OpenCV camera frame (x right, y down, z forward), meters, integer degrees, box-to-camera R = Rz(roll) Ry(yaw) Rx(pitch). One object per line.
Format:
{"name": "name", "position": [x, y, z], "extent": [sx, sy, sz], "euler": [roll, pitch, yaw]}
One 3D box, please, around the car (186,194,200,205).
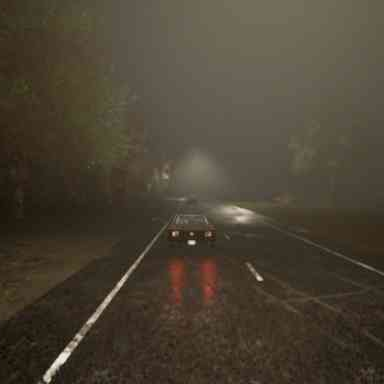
{"name": "car", "position": [-0.027, 1.520, 58.900], "extent": [2.033, 1.411, 5.357], "euler": [0, 0, 0]}

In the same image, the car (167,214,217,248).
{"name": "car", "position": [-0.005, 1.599, 14.633], "extent": [1.895, 1.301, 4.718], "euler": [0, 0, 0]}
